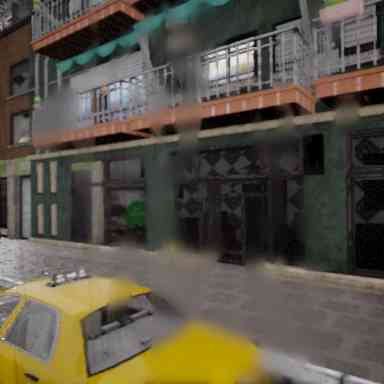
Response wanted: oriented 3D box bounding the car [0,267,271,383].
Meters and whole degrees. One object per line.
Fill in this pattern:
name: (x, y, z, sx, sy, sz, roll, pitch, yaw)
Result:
car: (-1.569, 1.558, 3.843, 4.829, 1.417, 1.752, -1, -1, 35)
